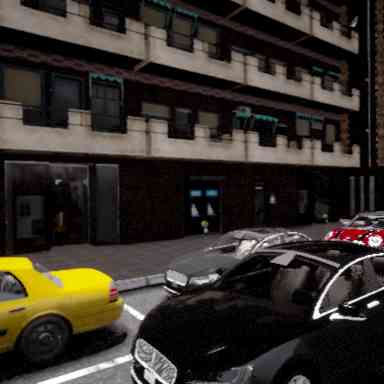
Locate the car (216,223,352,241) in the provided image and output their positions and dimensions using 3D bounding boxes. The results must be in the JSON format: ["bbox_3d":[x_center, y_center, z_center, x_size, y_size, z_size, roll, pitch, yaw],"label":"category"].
[{"bbox_3d":[1.449,1.525,7.635,4.403,1.369,2.008,0,0,-36],"label":"car"}]

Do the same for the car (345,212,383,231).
[{"bbox_3d":[6.087,1.388,10.907,4.097,1.590,1.967,0,0,-36],"label":"car"}]

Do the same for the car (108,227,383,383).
[{"bbox_3d":[1.584,1.489,4.504,4.892,1.490,1.837,0,0,-35],"label":"car"}]

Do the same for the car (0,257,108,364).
[{"bbox_3d":[-3.341,1.527,4.279,4.829,1.417,1.752,0,0,-36],"label":"car"}]
